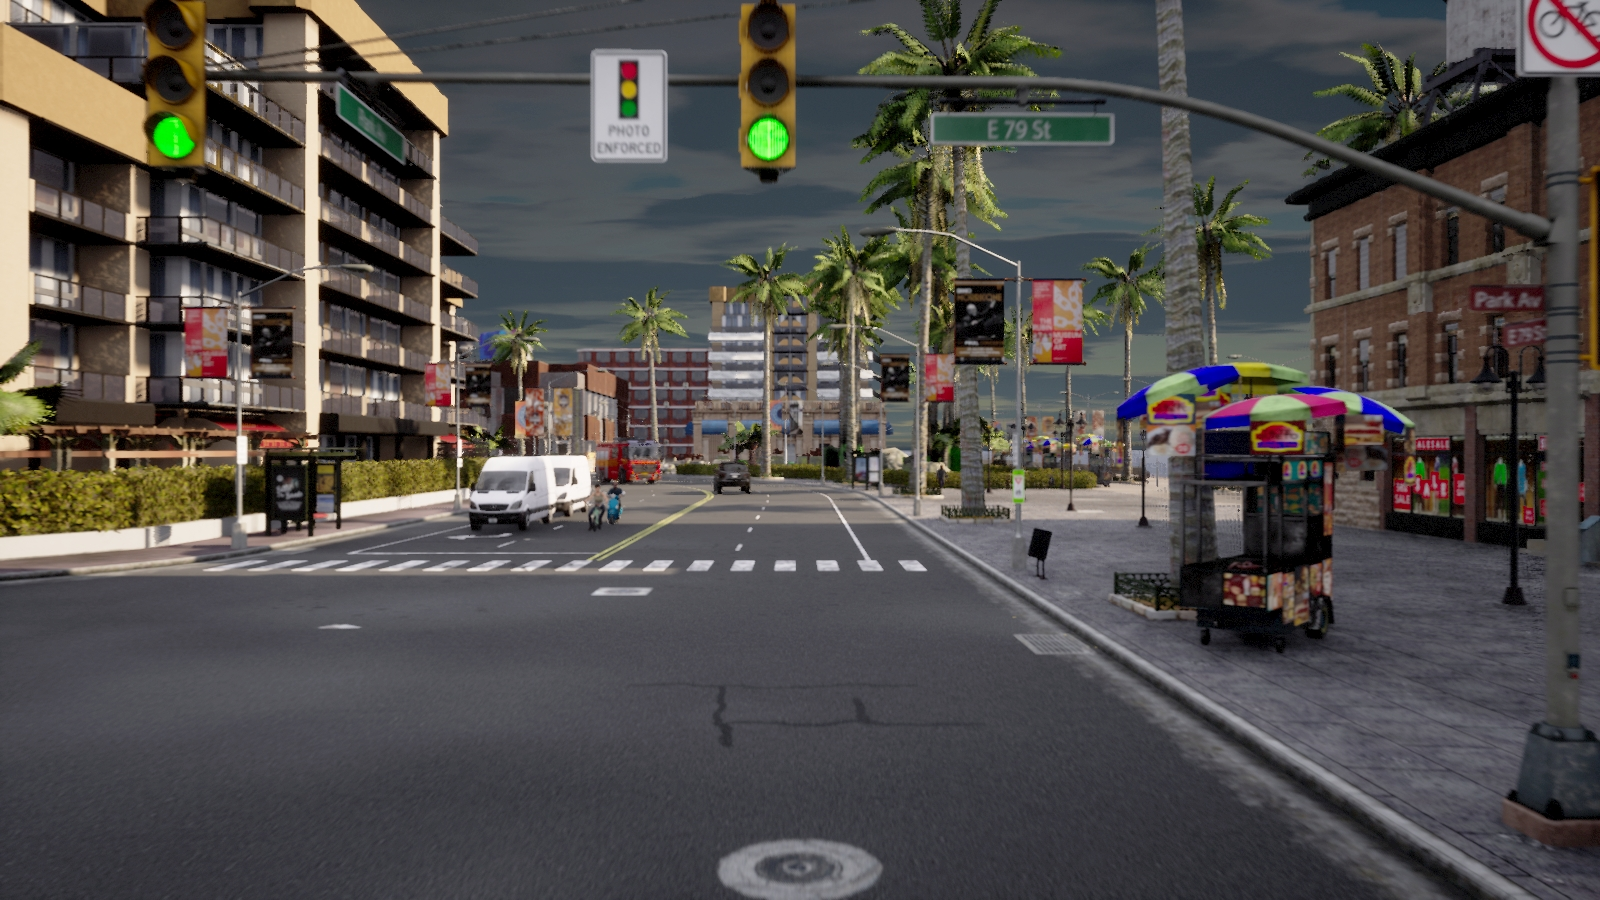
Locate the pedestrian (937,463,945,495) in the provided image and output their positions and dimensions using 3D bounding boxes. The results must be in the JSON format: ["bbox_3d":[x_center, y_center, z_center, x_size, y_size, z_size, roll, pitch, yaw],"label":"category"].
[{"bbox_3d":[8.185,1.697,66.248,0.375,1.860,0.375,0,0,-7],"label":"pedestrian"}]

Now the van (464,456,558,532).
[{"bbox_3d":[-10.504,1.535,42.013,1.988,2.561,5.915,0,0,0],"label":"van"}]

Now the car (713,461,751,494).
[{"bbox_3d":[-4.520,1.780,75.193,2.150,2.045,5.566,0,0,-8],"label":"car"}]

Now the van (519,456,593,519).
[{"bbox_3d":[-10.513,1.535,49.673,1.988,2.561,5.915,0,0,0],"label":"van"}]
